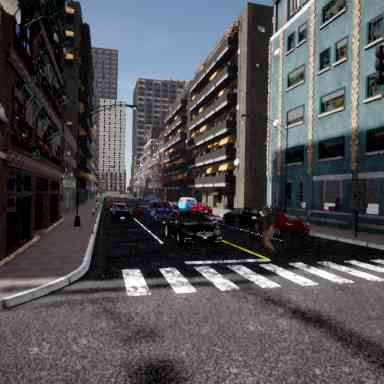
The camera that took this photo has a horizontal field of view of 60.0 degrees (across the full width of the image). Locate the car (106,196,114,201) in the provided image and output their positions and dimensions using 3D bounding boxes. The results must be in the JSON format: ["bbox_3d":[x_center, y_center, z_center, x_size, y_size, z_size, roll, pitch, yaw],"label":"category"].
[{"bbox_3d":[-22.661,1.801,91.671,1.887,1.381,4.507,1,0,-15],"label":"car"}]

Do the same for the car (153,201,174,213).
[{"bbox_3d":[-3.665,1.810,42.050,1.895,1.301,4.718,1,0,-15],"label":"car"}]

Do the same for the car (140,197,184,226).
[{"bbox_3d":[-2.349,1.456,24.441,2.097,1.767,4.553,1,0,-15],"label":"car"}]

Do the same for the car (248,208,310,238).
[{"bbox_3d":[5.053,1.777,18.981,1.802,1.307,4.206,1,0,-15],"label":"car"}]

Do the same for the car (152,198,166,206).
[{"bbox_3d":[-6.193,1.839,61.889,1.752,1.417,4.829,1,0,-15],"label":"car"}]

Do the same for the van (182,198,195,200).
[{"bbox_3d":[-0.546,1.593,40.354,1.690,1.788,3.998,1,0,-15],"label":"van"}]

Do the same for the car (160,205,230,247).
[{"bbox_3d":[-0.070,1.586,15.705,1.837,1.490,4.892,1,0,-14],"label":"car"}]

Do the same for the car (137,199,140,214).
[{"bbox_3d":[-4.881,1.694,34.091,1.994,1.385,4.181,1,0,-15],"label":"car"}]

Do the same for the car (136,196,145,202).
[{"bbox_3d":[-14.552,1.965,93.781,2.008,1.369,4.403,1,0,-15],"label":"car"}]

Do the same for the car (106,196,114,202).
[{"bbox_3d":[-21.260,1.805,86.327,1.947,1.339,4.313,1,0,-15],"label":"car"}]

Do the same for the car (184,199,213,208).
[{"bbox_3d":[0.852,1.782,35.010,1.887,1.381,4.507,1,0,-15],"label":"car"}]

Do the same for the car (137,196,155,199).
[{"bbox_3d":[-8.475,1.826,60.415,1.994,1.385,4.181,1,0,-15],"label":"car"}]

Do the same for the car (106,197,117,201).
[{"bbox_3d":[-10.057,1.653,43.584,1.887,1.381,4.507,1,0,-15],"label":"car"}]

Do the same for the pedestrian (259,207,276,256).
[{"bbox_3d":[2.776,1.400,12.099,0.375,1.860,0.375,1,0,-15],"label":"pedestrian"}]

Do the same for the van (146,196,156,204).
[{"bbox_3d":[-8.949,1.687,72.412,1.690,1.788,3.998,1,0,-15],"label":"van"}]

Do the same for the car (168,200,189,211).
[{"bbox_3d":[-1.949,1.832,45.696,1.947,1.339,4.313,1,0,-15],"label":"car"}]

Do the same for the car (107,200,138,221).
[{"bbox_3d":[-5.857,1.631,27.555,1.947,1.339,4.313,1,0,-15],"label":"car"}]

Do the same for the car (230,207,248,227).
[{"bbox_3d":[3.653,1.774,24.324,1.947,1.339,4.313,1,0,-15],"label":"car"}]

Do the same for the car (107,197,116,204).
[{"bbox_3d":[-17.016,1.713,70.135,1.752,1.417,4.829,1,0,-15],"label":"car"}]
